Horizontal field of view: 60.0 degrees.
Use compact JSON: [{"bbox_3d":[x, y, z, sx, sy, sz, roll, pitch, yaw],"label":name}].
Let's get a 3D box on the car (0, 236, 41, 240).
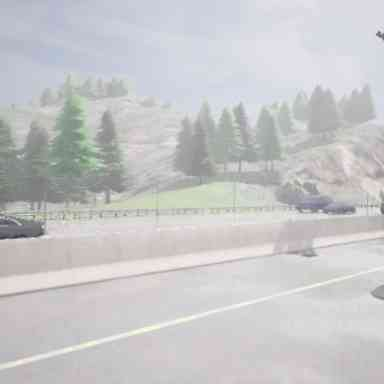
[{"bbox_3d":[-7.612,1.494,11.457,4.902,1.511,2.128,0,0,-35],"label":"car"}]
